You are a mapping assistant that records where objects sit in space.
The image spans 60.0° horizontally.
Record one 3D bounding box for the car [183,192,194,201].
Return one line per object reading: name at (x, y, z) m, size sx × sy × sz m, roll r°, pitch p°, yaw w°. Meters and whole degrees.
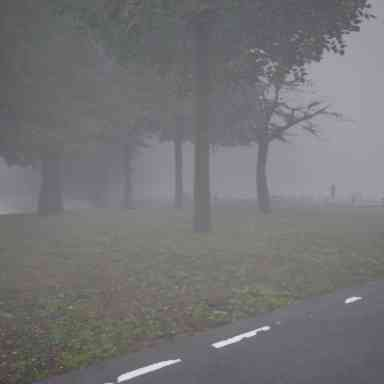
car at (-0.463, 0.769, 62.923) m, size 2.097 × 1.767 × 4.553 m, roll -1°, pitch 1°, yaw -36°
